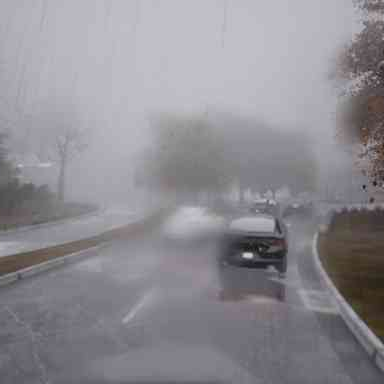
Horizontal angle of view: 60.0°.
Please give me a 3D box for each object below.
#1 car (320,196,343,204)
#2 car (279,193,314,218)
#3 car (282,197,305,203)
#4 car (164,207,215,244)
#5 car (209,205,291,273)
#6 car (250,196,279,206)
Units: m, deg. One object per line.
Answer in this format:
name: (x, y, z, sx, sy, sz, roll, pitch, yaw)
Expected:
car: (28.175, 1.619, 67.271, 1.812, 1.442, 4.674, 0, 0, -26)
car: (9.167, 1.193, 28.447, 2.097, 1.767, 4.553, 0, 0, 25)
car: (21.681, 1.685, 71.302, 4.181, 1.385, 1.994, 0, 0, 44)
car: (0.226, 1.440, 15.434, 1.812, 1.442, 4.674, 0, 1, 20)
car: (2.119, 1.432, 10.789, 1.882, 1.535, 5.008, 0, 1, 17)
car: (6.553, 1.342, 29.829, 1.837, 1.490, 4.892, 0, 0, 28)
